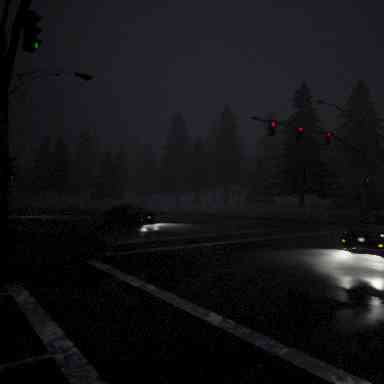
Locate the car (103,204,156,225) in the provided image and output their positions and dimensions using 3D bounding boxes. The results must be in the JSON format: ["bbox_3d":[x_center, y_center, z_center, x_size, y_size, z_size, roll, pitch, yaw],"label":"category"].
[{"bbox_3d":[-4.640,1.604,24.554,4.181,1.385,1.994,0,0,35],"label":"car"}]

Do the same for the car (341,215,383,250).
[{"bbox_3d":[8.110,1.660,13.909,4.181,1.385,1.994,1,0,-35],"label":"car"}]
